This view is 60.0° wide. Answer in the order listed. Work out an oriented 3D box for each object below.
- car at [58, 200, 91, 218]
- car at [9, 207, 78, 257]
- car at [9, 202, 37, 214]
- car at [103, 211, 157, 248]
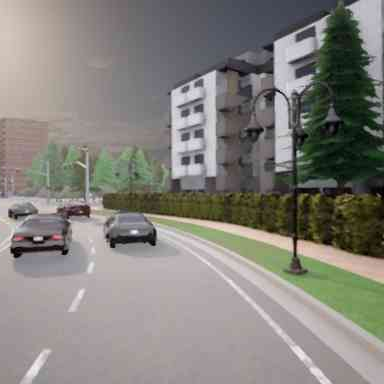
[{"bbox_3d":[-10.401,1.475,29.120,1.882,1.535,5.008,0,0,-34],"label":"car"},{"bbox_3d":[-5.749,1.554,13.109,2.033,1.411,5.357,0,0,-18],"label":"car"},{"bbox_3d":[-15.013,1.593,29.596,1.994,1.385,4.181,-1,0,-35],"label":"car"},{"bbox_3d":[-2.885,1.545,14.985,1.994,1.385,4.181,0,0,-18],"label":"car"}]
